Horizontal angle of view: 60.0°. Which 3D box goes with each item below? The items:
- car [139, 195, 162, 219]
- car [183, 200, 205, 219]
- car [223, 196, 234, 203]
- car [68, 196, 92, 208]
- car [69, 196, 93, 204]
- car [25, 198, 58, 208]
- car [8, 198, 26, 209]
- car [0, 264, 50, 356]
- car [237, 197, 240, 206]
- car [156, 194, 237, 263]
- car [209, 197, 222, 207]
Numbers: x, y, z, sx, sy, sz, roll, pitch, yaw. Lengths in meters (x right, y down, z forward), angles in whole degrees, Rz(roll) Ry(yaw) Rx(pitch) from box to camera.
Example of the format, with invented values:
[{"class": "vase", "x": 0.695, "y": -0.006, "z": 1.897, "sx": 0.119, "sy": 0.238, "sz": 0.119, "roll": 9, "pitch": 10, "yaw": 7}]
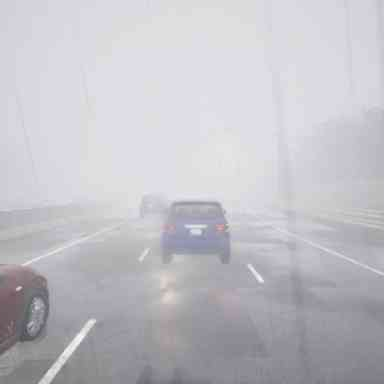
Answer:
[{"class": "car", "x": -3.286, "y": 1.264, "z": 29.628, "sx": 2.150, "sy": 2.045, "sz": 5.566, "roll": 0, "pitch": 0, "yaw": 0}, {"class": "car", "x": 0.221, "y": 1.548, "z": 30.361, "sx": 1.837, "sy": 1.490, "sz": 4.892, "roll": 0, "pitch": 0, "yaw": 0}, {"class": "car", "x": 7.545, "y": 1.523, "z": 69.423, "sx": 1.812, "sy": 1.442, "sz": 4.674, "roll": 0, "pitch": 0, "yaw": 1}, {"class": "car", "x": -17.257, "y": 1.441, "z": 51.411, "sx": 2.097, "sy": 1.767, "sz": 4.553, "roll": 0, "pitch": 0, "yaw": 1}, {"class": "car", "x": -13.865, "y": 1.592, "z": 42.636, "sx": 1.812, "sy": 1.442, "sz": 4.674, "roll": 0, "pitch": 0, "yaw": 1}, {"class": "car", "x": -20.742, "y": 1.623, "z": 46.801, "sx": 2.033, "sy": 1.411, "sz": 5.357, "roll": 0, "pitch": 0, "yaw": 1}, {"class": "car", "x": -23.599, "y": 1.565, "z": 45.997, "sx": 2.128, "sy": 1.511, "sz": 4.902, "roll": 0, "pitch": 0, "yaw": -2}, {"class": "car", "x": -3.393, "y": 1.357, "z": 3.652, "sx": 2.097, "sy": 1.767, "sz": 4.553, "roll": 0, "pitch": 0, "yaw": 0}, {"class": "car", "x": 7.269, "y": 1.589, "z": 58.258, "sx": 1.882, "sy": 1.535, "sz": 5.008, "roll": 0, "pitch": 0, "yaw": 2}, {"class": "car", "x": 0.126, "y": 1.238, "z": 12.209, "sx": 2.150, "sy": 2.045, "sz": 5.566, "roll": 0, "pitch": 0, "yaw": 0}, {"class": "car", "x": 3.861, "y": 1.624, "z": 55.747, "sx": 1.812, "sy": 1.442, "sz": 4.674, "roll": 0, "pitch": 0, "yaw": 1}]
